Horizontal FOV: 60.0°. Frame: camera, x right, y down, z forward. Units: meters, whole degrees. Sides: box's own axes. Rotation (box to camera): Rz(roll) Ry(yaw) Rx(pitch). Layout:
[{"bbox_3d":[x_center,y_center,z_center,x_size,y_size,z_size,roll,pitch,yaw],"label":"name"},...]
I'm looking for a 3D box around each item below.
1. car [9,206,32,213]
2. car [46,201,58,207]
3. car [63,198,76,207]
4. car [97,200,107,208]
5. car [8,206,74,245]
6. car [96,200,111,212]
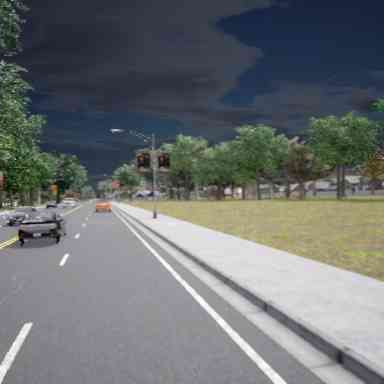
[{"bbox_3d":[-14.365,2.017,28.638,1.837,1.490,4.892,-1,0,-15],"label":"car"},{"bbox_3d":[-28.372,2.629,67.415,2.033,1.411,5.357,-1,0,-15],"label":"car"},{"bbox_3d":[-25.446,2.253,68.994,2.150,2.045,5.566,-1,0,-15],"label":"car"},{"bbox_3d":[-18.729,2.395,69.115,1.837,1.490,4.892,-1,0,-15],"label":"car"},{"bbox_3d":[-7.719,1.771,17.541,2.128,1.511,4.902,-1,0,-15],"label":"car"},{"bbox_3d":[-13.023,1.949,48.862,2.097,1.767,4.553,-1,0,-15],"label":"car"}]
